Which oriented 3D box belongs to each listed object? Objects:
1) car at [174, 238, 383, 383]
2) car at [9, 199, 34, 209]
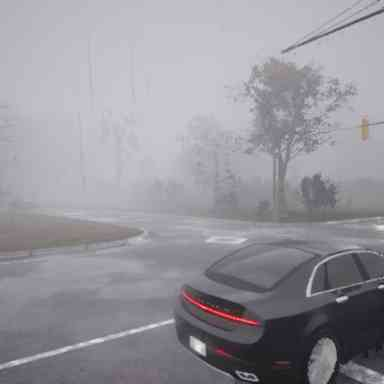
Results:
[{"bbox_3d":[2.040,1.489,5.185,4.892,1.490,1.837,0,0,-35],"label":"car"},{"bbox_3d":[-24.081,1.682,47.005,4.674,1.442,1.812,-1,-1,36],"label":"car"}]
